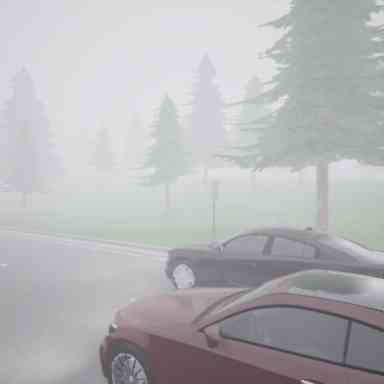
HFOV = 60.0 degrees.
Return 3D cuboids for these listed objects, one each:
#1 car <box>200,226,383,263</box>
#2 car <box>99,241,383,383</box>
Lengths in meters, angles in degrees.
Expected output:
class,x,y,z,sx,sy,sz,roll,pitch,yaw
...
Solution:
class,x,y,z,sx,sy,sz,roll,pitch,yaw
car,1.664,1.468,7.104,5.008,1.535,1.882,0,0,36
car,1.147,1.523,3.173,4.674,1.442,1.812,0,0,35
